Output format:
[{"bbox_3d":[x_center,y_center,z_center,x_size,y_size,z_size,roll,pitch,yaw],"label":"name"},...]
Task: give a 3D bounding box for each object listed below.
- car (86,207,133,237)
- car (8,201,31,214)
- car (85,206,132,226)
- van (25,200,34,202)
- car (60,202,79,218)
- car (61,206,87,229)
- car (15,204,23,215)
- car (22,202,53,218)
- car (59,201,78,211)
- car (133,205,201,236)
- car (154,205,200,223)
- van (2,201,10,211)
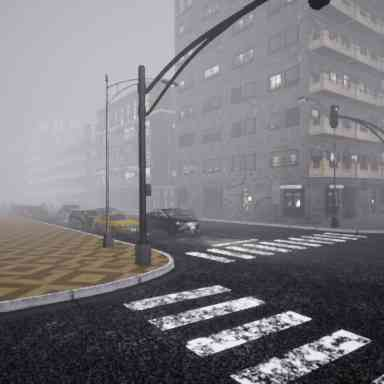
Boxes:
[{"bbox_3d":[-4.744,1.865,20.796,1.752,1.417,4.829,-2,0,-36],"label":"car"},{"bbox_3d":[-24.935,2.449,48.266,1.887,1.381,4.507,-2,0,-36],"label":"car"},{"bbox_3d":[-7.272,1.994,28.626,2.033,1.411,5.357,-1,-1,-37],"label":"car"},{"bbox_3d":[-41.631,2.832,85.120,1.690,1.788,3.998,-2,0,-36],"label":"van"},{"bbox_3d":[-13.230,2.118,36.754,1.837,1.490,4.892,-1,-1,-36],"label":"car"},{"bbox_3d":[-8.192,2.002,25.488,1.947,1.339,4.313,-2,0,-36],"label":"car"},{"bbox_3d":[-21.585,2.393,43.710,1.802,1.307,4.206,-2,0,-36],"label":"car"},{"bbox_3d":[-18.237,2.262,39.155,1.887,1.381,4.507,-2,0,-36],"label":"car"},{"bbox_3d":[-21.536,2.367,57.786,1.967,1.590,4.097,-2,0,-36],"label":"car"},{"bbox_3d":[-1.413,1.775,20.654,2.128,1.511,4.902,-1,-1,-36],"label":"car"},{"bbox_3d":[-1.441,1.916,30.453,2.008,1.369,4.403,-2,0,-36],"label":"car"},{"bbox_3d":[-31.638,2.433,57.377,1.690,1.788,3.998,-2,0,-36],"label":"van"}]
